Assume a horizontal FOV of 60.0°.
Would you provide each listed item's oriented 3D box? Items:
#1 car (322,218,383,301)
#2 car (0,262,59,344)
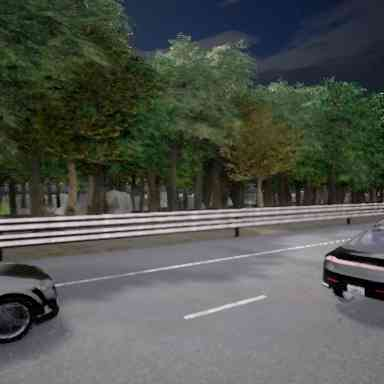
[{"bbox_3d":[4.818,1.481,7.182,4.902,1.511,2.128,0,0,-36],"label":"car"},{"bbox_3d":[-4.273,1.565,4.998,4.181,1.385,1.994,0,0,-36],"label":"car"}]
